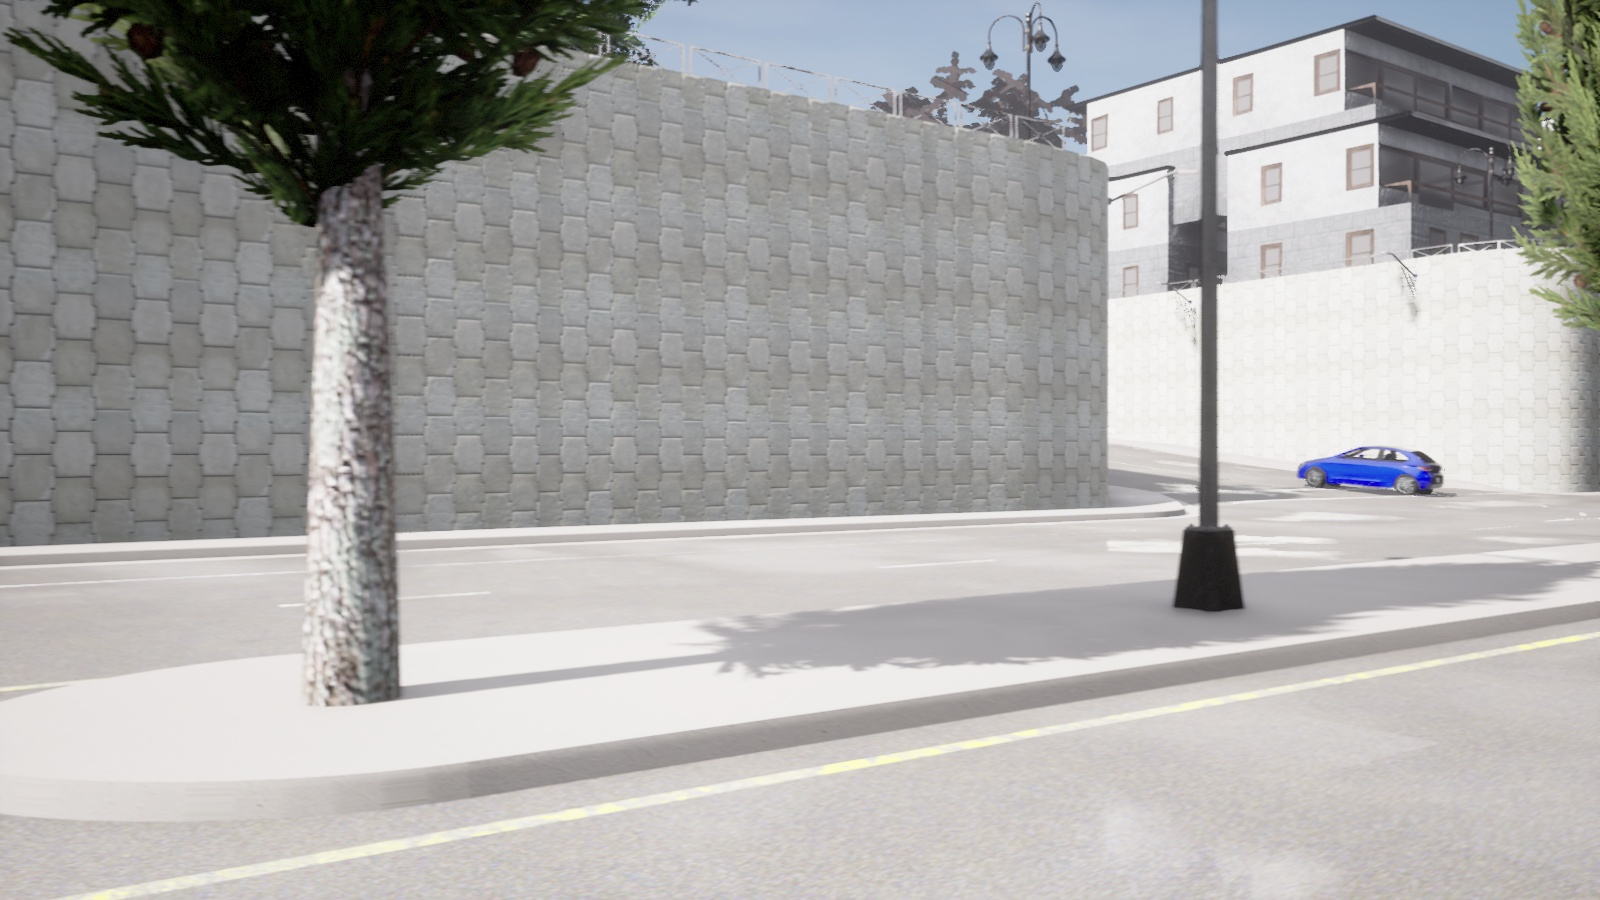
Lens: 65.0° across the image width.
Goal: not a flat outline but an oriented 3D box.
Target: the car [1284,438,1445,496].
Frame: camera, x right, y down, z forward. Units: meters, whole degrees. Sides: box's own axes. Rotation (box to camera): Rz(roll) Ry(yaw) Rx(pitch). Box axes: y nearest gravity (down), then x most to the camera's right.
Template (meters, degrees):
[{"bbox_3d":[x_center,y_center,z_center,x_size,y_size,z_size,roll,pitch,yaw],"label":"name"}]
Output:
[{"bbox_3d":[17.785,0.491,39.663,4.193,1.474,1.816,6,5,44],"label":"car"}]
